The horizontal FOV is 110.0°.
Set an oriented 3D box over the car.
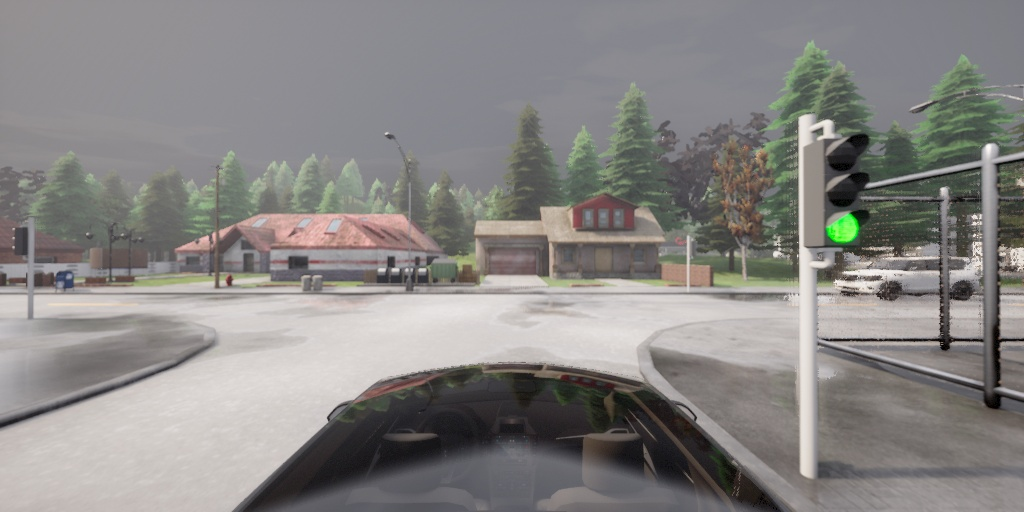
[{"bbox_3d":[19.060,1.054,17.455,5.566,2.045,2.150,0,0,0],"label":"car"}]
